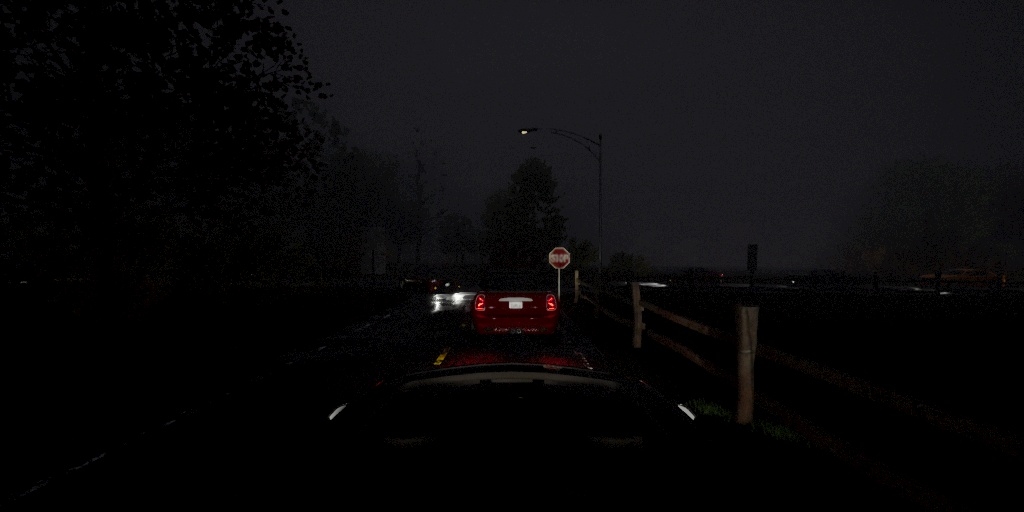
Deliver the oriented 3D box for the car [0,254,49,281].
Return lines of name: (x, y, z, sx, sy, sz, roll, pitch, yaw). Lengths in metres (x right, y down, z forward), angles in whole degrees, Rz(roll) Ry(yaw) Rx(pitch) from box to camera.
car: (-33.517, 0.673, 23.933, 4.553, 1.767, 2.097, 1, 1, 0)

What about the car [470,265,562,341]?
car: (0.081, 1.099, 10.015, 2.097, 1.767, 4.553, 0, 0, 0)

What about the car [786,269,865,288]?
car: (23.483, 1.673, 27.118, 4.718, 1.301, 1.895, 1, 1, 0)

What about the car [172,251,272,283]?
car: (-19.332, 0.734, 24.019, 5.566, 2.045, 2.150, 1, 1, 0)

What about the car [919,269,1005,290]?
car: (33.948, 1.700, 27.120, 5.008, 1.535, 1.882, 1, 1, 0)

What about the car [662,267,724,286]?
car: (13.613, 1.495, 27.111, 4.181, 1.385, 1.994, 1, 1, -1)

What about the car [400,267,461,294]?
car: (-4.686, 1.304, 20.289, 1.994, 1.385, 4.181, 1, 0, -42)
